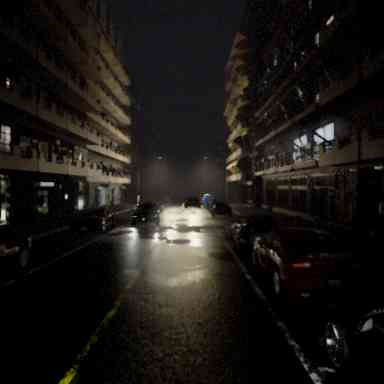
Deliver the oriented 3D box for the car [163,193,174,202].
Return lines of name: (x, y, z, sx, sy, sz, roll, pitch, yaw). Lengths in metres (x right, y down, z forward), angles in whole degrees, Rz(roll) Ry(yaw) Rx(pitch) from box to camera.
car: (-5.708, 1.447, 76.166, 1.752, 1.417, 4.829, -1, 0, 0)

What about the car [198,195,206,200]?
car: (2.671, 1.446, 87.722, 1.887, 1.381, 4.507, -1, 0, 0)

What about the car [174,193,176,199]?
car: (-5.708, 1.478, 82.003, 1.947, 1.339, 4.313, -1, 0, 0)

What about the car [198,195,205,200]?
car: (2.671, 1.435, 93.386, 1.887, 1.381, 4.507, -1, 0, 0)

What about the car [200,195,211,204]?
car: (2.671, 1.380, 65.063, 1.967, 1.590, 4.097, -1, 0, 0)

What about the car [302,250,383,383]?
car: (2.645, 1.565, 2.753, 1.947, 1.339, 4.313, -1, 0, 0)

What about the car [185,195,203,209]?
car: (0.097, 1.319, 45.504, 2.097, 1.767, 4.553, 0, 0, -1)

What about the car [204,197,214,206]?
car: (2.675, 1.527, 36.740, 2.008, 1.369, 4.403, -1, 0, 0)

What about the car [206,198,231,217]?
car: (2.677, 1.547, 31.075, 1.947, 1.339, 4.313, -1, 0, 0)

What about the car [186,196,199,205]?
car: (0.095, 1.440, 59.208, 2.128, 1.511, 4.902, 0, 0, 0)

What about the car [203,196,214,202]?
car: (2.675, 1.553, 42.405, 1.802, 1.307, 4.206, -1, 0, 0)

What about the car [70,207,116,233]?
car: (-5.704, 1.555, 19.688, 1.947, 1.339, 4.313, -1, 0, 0)

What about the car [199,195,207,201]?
car: (2.672, 1.456, 82.057, 1.887, 1.381, 4.507, -1, 0, 0)

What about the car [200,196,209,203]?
car: (2.673, 1.513, 70.728, 1.802, 1.307, 4.206, -1, 0, 0)

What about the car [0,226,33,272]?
car: (-5.703, 1.541, 8.357, 1.887, 1.381, 4.507, -1, 0, 0)

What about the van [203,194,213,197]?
van: (2.670, 1.298, 53.733, 1.690, 1.788, 3.998, -1, 0, 0)

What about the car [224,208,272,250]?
car: (2.649, 1.559, 14.082, 1.947, 1.339, 4.313, -1, 0, 0)

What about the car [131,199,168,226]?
car: (-3.027, 1.494, 23.263, 1.837, 1.490, 4.892, 0, -1, 1)

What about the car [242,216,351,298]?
car: (2.644, 1.541, 8.418, 1.887, 1.381, 4.507, -1, 0, 0)
